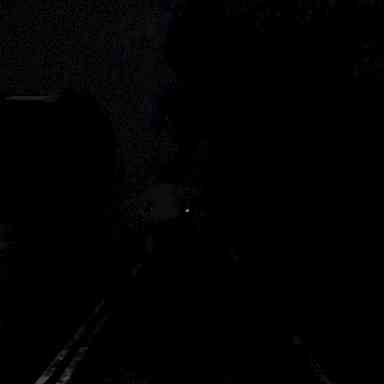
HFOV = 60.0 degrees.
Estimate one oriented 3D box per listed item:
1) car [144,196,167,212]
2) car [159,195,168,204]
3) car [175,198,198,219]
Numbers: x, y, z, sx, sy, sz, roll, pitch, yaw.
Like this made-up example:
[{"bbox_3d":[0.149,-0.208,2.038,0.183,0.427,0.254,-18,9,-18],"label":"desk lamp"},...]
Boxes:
[{"bbox_3d":[-4.183,1.453,37.299,2.033,1.411,5.357,0,0,-2],"label":"car"},{"bbox_3d":[-4.881,1.255,54.161,1.812,1.442,4.674,0,1,-2],"label":"car"},{"bbox_3d":[-0.450,1.498,28.708,2.033,1.411,5.357,0,0,-2],"label":"car"}]
